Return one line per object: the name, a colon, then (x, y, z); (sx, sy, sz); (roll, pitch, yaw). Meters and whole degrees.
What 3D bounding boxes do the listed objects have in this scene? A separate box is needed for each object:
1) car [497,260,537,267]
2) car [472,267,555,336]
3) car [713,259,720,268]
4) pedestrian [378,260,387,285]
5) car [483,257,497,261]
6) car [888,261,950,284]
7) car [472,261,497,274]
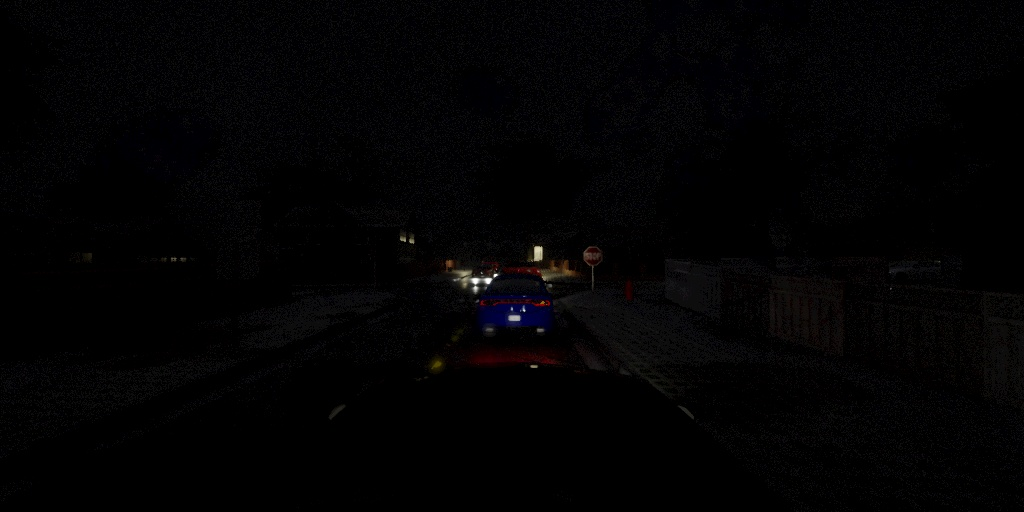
car: (0.654, 1.183, 29.067); (2.097, 1.767, 4.553); (0, 0, -18)
car: (0.175, 1.241, 10.472); (1.882, 1.535, 5.008); (0, 0, 3)
car: (13.343, 1.007, 23.361); (4.553, 1.767, 2.097); (-1, -2, 1)
pedestrian: (-9.651, 1.200, 26.591); (0.375, 1.860, 0.375); (0, -1, 1)
car: (-2.826, 1.163, 46.300); (2.150, 2.045, 5.566); (0, 0, 0)
car: (25.859, 1.028, 23.191); (4.674, 1.442, 1.812); (-1, -2, 2)
car: (-2.821, 1.427, 35.669); (1.994, 1.385, 4.181); (0, 0, 0)
